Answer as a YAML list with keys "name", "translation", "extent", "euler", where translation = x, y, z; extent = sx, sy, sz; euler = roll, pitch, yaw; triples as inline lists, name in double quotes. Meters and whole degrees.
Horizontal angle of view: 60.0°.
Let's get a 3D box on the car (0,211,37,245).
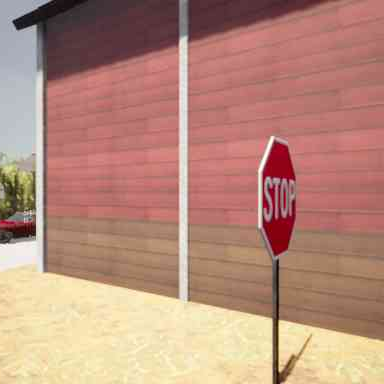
- name: "car"
  translation: [-7.941, 1.609, 15.931]
  extent: [1.895, 1.301, 4.718]
  euler: [0, 0, 32]
